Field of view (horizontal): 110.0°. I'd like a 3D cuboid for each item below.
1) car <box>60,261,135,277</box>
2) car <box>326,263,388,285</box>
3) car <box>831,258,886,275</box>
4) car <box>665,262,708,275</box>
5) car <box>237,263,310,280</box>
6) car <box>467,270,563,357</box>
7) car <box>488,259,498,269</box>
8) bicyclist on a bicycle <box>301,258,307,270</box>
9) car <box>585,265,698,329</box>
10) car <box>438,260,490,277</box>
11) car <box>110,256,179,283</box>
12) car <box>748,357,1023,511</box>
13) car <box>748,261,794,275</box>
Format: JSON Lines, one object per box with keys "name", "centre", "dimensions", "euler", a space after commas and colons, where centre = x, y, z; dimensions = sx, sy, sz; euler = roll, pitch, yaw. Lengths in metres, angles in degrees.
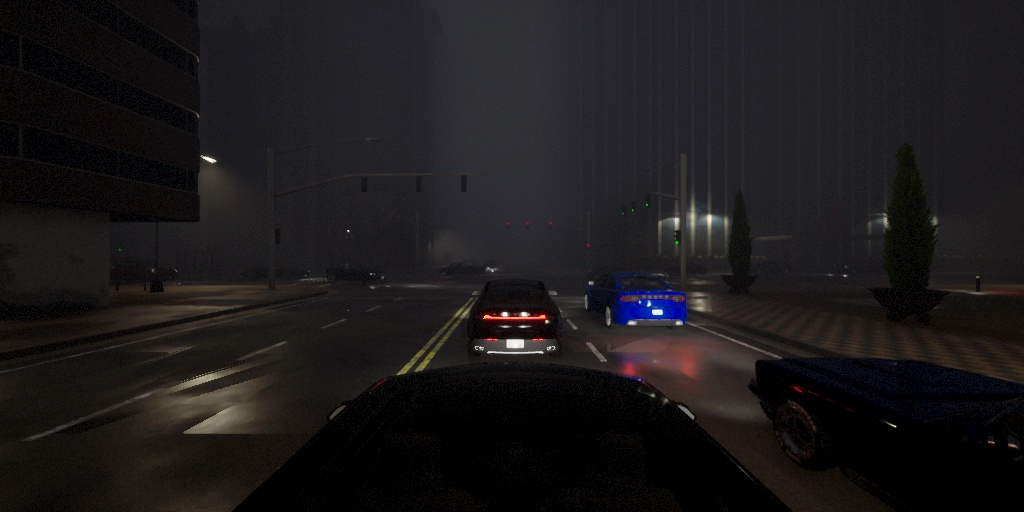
{"name": "car", "centre": [-39.829, 1.228, 34.504], "dimensions": [5.008, 1.535, 1.882], "euler": [0, 0, -1]}
{"name": "car", "centre": [-11.279, 1.241, 26.084], "dimensions": [4.902, 1.511, 2.128], "euler": [0, -1, 24]}
{"name": "car", "centre": [37.385, 1.102, 38.787], "dimensions": [4.553, 1.767, 2.097], "euler": [0, 0, 0]}
{"name": "car", "centre": [18.700, 1.314, 38.606], "dimensions": [4.181, 1.385, 1.994], "euler": [0, 0, -1]}
{"name": "car", "centre": [-20.518, 1.297, 31.004], "dimensions": [5.357, 1.411, 2.033], "euler": [0, 0, -1]}
{"name": "car", "centre": [0.060, 1.255, 8.555], "dimensions": [1.837, 1.490, 4.892], "euler": [0, 0, 0]}
{"name": "car", "centre": [-3.600, 1.314, 57.160], "dimensions": [1.994, 1.385, 4.181], "euler": [0, 0, 0]}
{"name": "bicyclist on a bicycle", "centre": [-26.427, 1.051, 45.427], "dimensions": [0.582, 1.620, 1.656], "euler": [0, 0, -1]}
{"name": "car", "centre": [3.573, 1.228, 11.244], "dimensions": [1.882, 1.535, 5.008], "euler": [0, 0, 0]}
{"name": "car", "centre": [-4.882, 1.351, 35.565], "dimensions": [4.718, 1.301, 1.895], "euler": [0, 0, -44]}
{"name": "car", "centre": [-28.411, 1.102, 27.431], "dimensions": [4.553, 1.767, 2.097], "euler": [0, 0, 0]}
{"name": "car", "centre": [3.601, 1.351, 1.899], "dimensions": [1.895, 1.301, 4.718], "euler": [0, 0, 0]}
{"name": "car", "centre": [27.552, 1.255, 38.697], "dimensions": [4.892, 1.490, 1.837], "euler": [0, 0, -1]}
